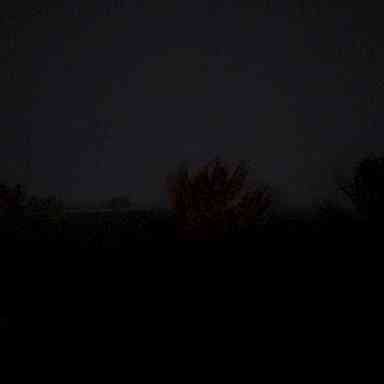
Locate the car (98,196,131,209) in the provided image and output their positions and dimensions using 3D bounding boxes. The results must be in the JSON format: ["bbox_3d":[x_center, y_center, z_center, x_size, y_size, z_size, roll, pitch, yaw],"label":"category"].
[{"bbox_3d":[-12.263,1.678,53.230,2.150,2.045,5.566,-1,-1,36],"label":"car"}]

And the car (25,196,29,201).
[{"bbox_3d":[-21.999,1.497,39.728,2.150,2.045,5.566,-1,-1,36],"label":"car"}]
